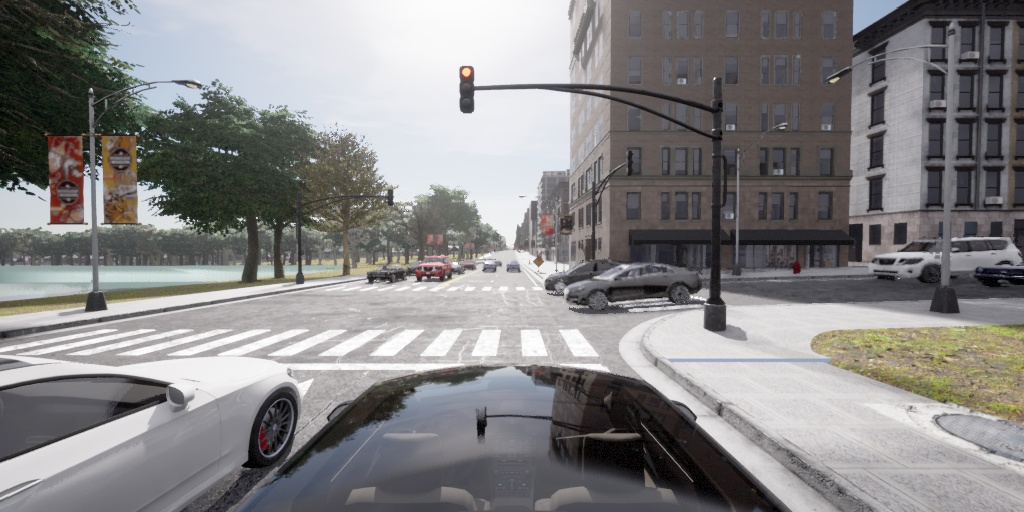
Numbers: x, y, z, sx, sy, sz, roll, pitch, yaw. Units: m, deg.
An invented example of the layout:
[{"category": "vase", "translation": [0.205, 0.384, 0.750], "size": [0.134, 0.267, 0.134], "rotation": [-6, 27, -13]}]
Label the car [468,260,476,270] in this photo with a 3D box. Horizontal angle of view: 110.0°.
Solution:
[{"category": "car", "translation": [-6.467, 1.300, 53.418], "size": [1.882, 1.535, 5.008], "rotation": [0, 0, 0]}]

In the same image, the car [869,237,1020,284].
[{"category": "car", "translation": [20.371, 0.169, 16.963], "size": [5.566, 2.045, 2.150], "rotation": [-2, 1, 0]}]

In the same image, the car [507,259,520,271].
[{"category": "car", "translation": [0.207, 1.363, 50.443], "size": [2.033, 1.411, 5.357], "rotation": [0, 0, 0]}]

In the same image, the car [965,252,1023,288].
[{"category": "car", "translation": [20.997, 0.603, 13.726], "size": [4.718, 1.301, 1.895], "rotation": [-2, 1, 0]}]

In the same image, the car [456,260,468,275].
[{"category": "car", "translation": [-6.509, 1.352, 40.159], "size": [1.994, 1.385, 4.181], "rotation": [0, 0, 1]}]

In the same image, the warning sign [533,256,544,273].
[{"category": "warning sign", "translation": [2.934, 0.903, 39.872], "size": [1.300, 1.860, 1.060], "rotation": [0, 0, 0]}]

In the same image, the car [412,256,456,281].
[{"category": "car", "translation": [-6.537, 0.990, 30.659], "size": [2.150, 2.045, 5.566], "rotation": [0, 0, 0]}]

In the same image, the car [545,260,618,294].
[{"category": "car", "translation": [4.070, 1.002, 18.021], "size": [4.892, 1.490, 1.837], "rotation": [-5, 2, 18]}]

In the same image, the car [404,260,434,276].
[{"category": "car", "translation": [-9.767, 1.262, 38.238], "size": [1.882, 1.535, 5.008], "rotation": [0, 0, 0]}]

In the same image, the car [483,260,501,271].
[{"category": "car", "translation": [-3.043, 1.363, 50.399], "size": [2.033, 1.411, 5.357], "rotation": [0, 0, 0]}]

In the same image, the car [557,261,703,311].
[{"category": "car", "translation": [4.427, 1.051, 13.391], "size": [4.902, 1.511, 2.128], "rotation": [-5, 0, -1]}]

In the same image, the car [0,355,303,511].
[{"category": "car", "translation": [-3.167, 1.276, 1.922], "size": [1.812, 1.442, 4.674], "rotation": [0, 0, 0]}]

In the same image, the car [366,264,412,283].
[{"category": "car", "translation": [-9.792, 1.366, 28.469], "size": [1.895, 1.301, 4.718], "rotation": [0, 0, 0]}]
